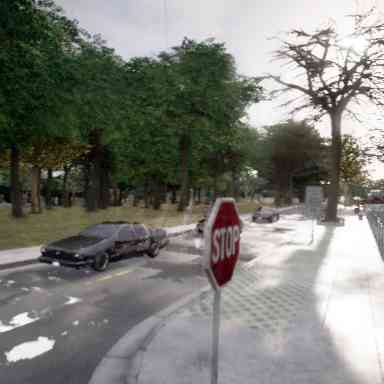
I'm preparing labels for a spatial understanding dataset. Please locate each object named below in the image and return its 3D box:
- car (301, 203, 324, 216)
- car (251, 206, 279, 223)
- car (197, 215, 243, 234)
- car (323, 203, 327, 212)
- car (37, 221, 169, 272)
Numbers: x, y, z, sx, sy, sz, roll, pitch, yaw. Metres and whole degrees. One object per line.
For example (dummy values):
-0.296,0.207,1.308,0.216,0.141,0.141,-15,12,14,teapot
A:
14.769,2.345,41.041,1.895,1.301,4.718,2,0,26,car
7.243,2.117,32.454,1.812,1.442,4.674,2,0,27,car
1.917,2.028,21.748,1.994,1.385,4.181,2,0,26,car
19.992,2.393,51.590,1.994,1.385,4.181,2,0,26,car
-2.827,1.796,12.165,2.033,1.411,5.357,2,-1,26,car
